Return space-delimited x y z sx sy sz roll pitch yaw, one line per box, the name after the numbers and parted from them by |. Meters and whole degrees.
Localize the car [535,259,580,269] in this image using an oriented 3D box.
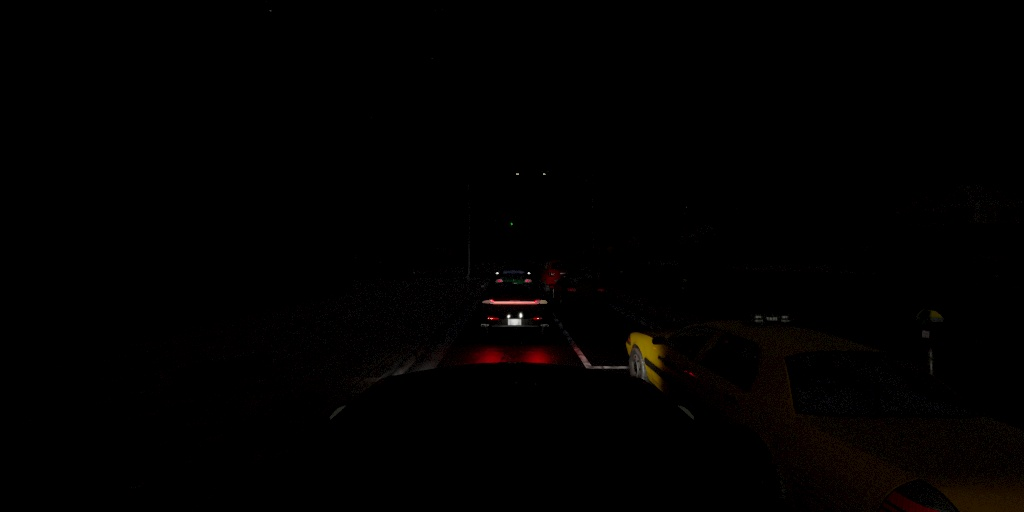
2.678 1.076 20.140 2.192 1.841 5.009 0 0 0 | car

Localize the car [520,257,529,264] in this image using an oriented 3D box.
2.770 1.403 62.881 1.888 1.381 4.507 0 0 0 | car

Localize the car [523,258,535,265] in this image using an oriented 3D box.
2.735 1.356 46.570 1.888 1.381 4.507 0 0 0 | car

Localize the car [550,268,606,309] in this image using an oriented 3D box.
2.666 1.338 14.692 1.802 1.307 4.207 0 0 0 | car

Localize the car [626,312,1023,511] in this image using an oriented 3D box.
2.643 1.276 3.963 1.751 1.417 4.829 0 0 0 | car

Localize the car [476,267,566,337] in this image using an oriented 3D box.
0.083 1.245 10.316 2.128 1.511 4.902 0 0 1 | car

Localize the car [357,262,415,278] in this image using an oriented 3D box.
-11.124 1.235 31.746 4.902 1.511 2.128 0 -1 0 | car

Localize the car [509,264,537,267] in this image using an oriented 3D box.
0.066 1.325 19.268 1.994 1.385 4.181 0 0 -1 | car
